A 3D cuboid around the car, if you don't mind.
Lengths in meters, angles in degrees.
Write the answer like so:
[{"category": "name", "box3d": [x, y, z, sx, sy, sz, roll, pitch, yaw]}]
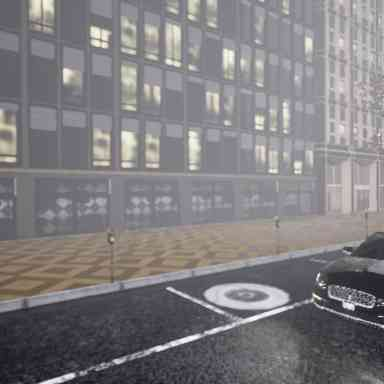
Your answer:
[{"category": "car", "box3d": [4.371, 1.483, 6.495, 4.892, 1.490, 1.837, 0, 0, -36]}]
